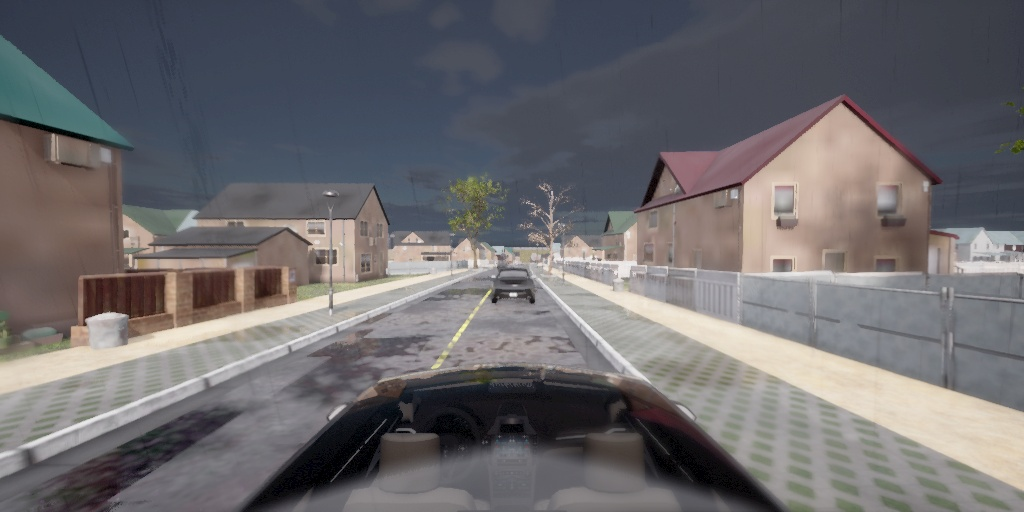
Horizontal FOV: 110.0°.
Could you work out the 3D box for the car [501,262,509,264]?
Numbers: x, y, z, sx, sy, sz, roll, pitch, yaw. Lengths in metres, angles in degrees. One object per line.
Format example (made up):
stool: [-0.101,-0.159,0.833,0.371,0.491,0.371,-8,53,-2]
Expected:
car: [0.294,1.417,31.509,1.895,1.301,4.718,0,0,1]

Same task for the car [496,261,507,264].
car: [-1.576,1.527,61.557,1.837,1.490,4.892,0,0,2]

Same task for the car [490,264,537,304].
car: [0.074,1.277,16.485,1.837,1.490,4.892,0,0,1]
